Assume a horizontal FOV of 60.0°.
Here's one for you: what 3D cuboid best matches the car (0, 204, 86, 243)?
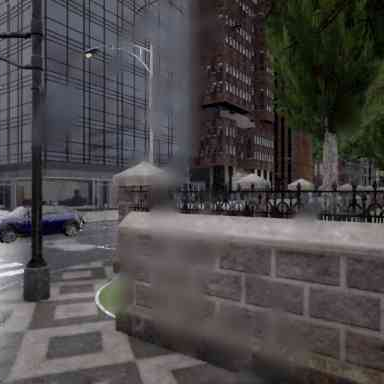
[{"bbox_3d":[-8.015,1.414,16.520,2.097,1.767,4.553,0,0,39],"label":"car"}]

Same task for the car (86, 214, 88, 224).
[{"bbox_3d":[-8.445,1.631,20.222,2.008,1.369,4.403,0,-1,36],"label":"car"}]
